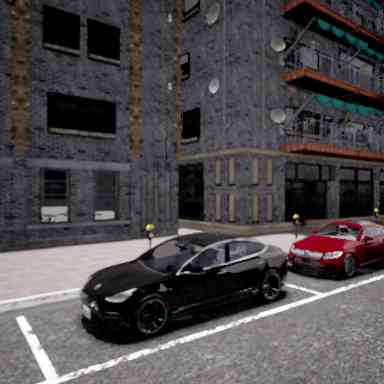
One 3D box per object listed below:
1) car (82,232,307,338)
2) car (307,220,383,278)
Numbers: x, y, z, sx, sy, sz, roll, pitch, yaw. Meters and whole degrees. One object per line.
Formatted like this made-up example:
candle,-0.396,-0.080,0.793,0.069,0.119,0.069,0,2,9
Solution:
car,0.080,1.545,6.618,4.313,1.339,1.947,0,1,-36
car,4.683,1.533,9.917,4.206,1.307,1.802,0,1,-36
